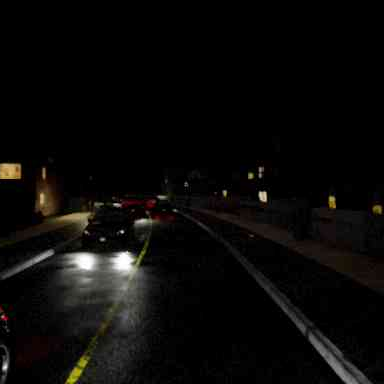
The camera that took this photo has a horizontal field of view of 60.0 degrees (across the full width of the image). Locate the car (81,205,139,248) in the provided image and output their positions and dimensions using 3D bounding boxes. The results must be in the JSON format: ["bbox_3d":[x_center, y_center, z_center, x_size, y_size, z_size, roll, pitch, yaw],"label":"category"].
[{"bbox_3d":[-3.577,1.525,14.923,1.812,1.442,4.674,0,0,-5],"label":"car"}]

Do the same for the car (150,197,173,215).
[{"bbox_3d":[-3.045,1.530,34.060,1.812,1.442,4.674,0,0,-10],"label":"car"}]

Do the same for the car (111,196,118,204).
[{"bbox_3d":[-16.152,1.697,71.256,2.128,1.511,4.902,-1,0,-21],"label":"car"}]

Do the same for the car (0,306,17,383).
[{"bbox_3d":[-2.976,1.566,2.102,1.994,1.385,4.181,0,0,-1],"label":"car"}]

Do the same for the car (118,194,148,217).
[{"bbox_3d":[-5.436,1.239,31.137,2.150,2.045,5.566,0,0,-8],"label":"car"}]

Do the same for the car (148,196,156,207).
[{"bbox_3d":[-5.618,1.386,46.429,2.097,1.767,4.553,0,0,-13],"label":"car"}]
